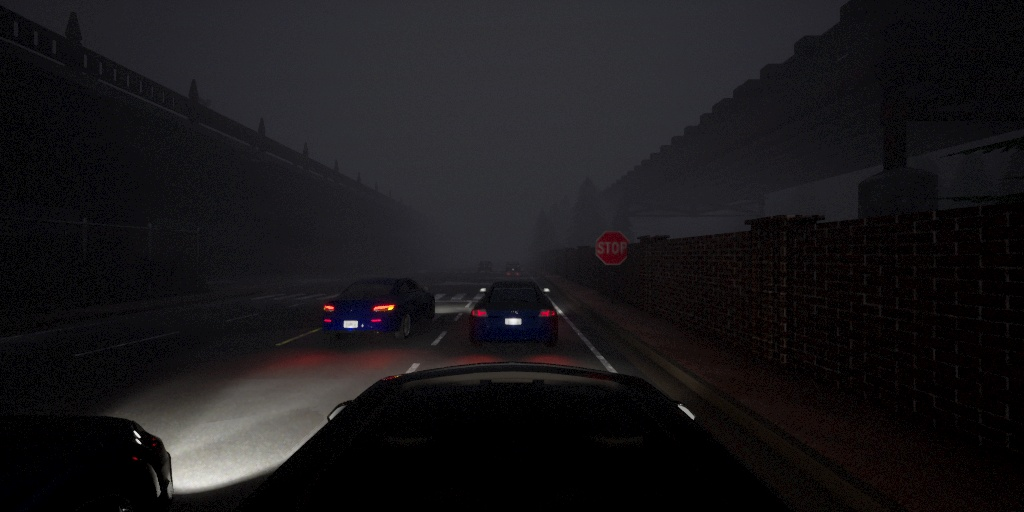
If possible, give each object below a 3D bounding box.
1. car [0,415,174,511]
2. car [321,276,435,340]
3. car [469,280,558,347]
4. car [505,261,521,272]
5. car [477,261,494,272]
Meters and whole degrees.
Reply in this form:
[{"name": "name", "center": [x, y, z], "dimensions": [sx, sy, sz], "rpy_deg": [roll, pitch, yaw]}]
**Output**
[{"name": "car", "center": [-3.399, 1.314, 0.784], "dimensions": [1.994, 1.385, 4.181], "rpy_deg": [0, 0, 0]}, {"name": "car", "center": [-3.412, 1.276, 9.880], "dimensions": [1.812, 1.442, 4.674], "rpy_deg": [0, 0, 0]}, {"name": "car", "center": [0.069, 1.314, 9.357], "dimensions": [1.994, 1.385, 4.181], "rpy_deg": [0, 0, 1]}, {"name": "car", "center": [0.102, 1.351, 46.168], "dimensions": [1.895, 1.301, 4.718], "rpy_deg": [0, 0, -1]}, {"name": "car", "center": [-3.393, 1.297, 46.000], "dimensions": [2.033, 1.411, 5.357], "rpy_deg": [0, 0, -1]}]
